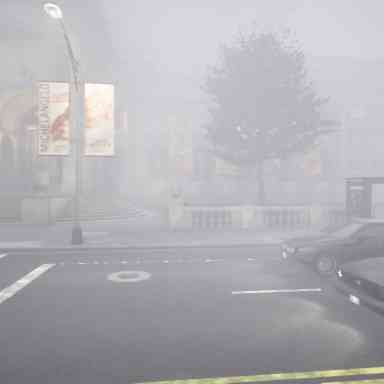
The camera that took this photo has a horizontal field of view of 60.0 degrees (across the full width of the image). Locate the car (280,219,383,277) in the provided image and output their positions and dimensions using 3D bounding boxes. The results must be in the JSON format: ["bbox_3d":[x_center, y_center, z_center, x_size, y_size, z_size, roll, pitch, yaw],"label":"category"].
[{"bbox_3d":[4.960,1.526,9.751,4.674,1.442,1.812,0,0,-6],"label":"car"}]

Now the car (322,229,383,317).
[{"bbox_3d":[5.570,1.547,6.298,5.357,1.411,2.033,0,0,-7],"label":"car"}]
